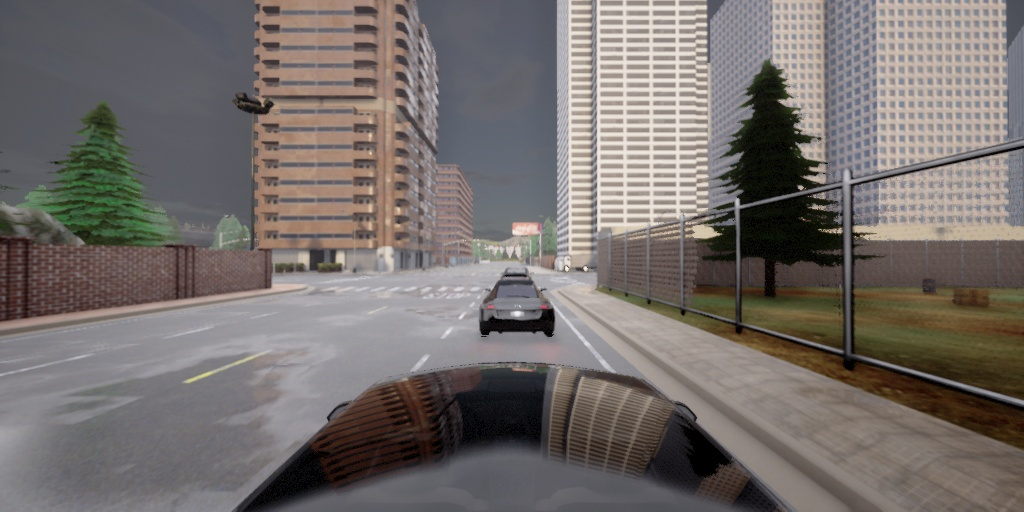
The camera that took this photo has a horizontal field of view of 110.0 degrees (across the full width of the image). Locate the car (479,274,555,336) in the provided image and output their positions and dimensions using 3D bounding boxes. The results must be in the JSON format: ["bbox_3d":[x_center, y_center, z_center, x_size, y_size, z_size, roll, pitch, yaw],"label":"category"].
[{"bbox_3d":[0.116,1.396,10.750,1.994,1.385,4.181,0,0,0],"label":"car"}]

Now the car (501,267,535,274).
[{"bbox_3d":[0.332,1.422,21.782,2.128,1.511,4.902,0,0,3],"label":"car"}]
